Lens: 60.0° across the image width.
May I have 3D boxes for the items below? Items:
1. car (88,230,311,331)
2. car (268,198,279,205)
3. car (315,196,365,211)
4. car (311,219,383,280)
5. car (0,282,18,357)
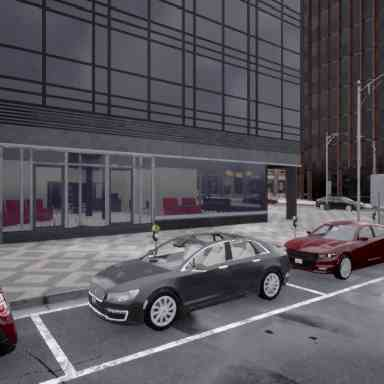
[{"bbox_3d":[0.155,1.551,6.767,4.403,1.369,2.008,0,0,-36],"label":"car"},{"bbox_3d":[8.745,1.048,42.566,1.895,1.301,4.718,0,1,-36],"label":"car"},{"bbox_3d":[15.011,1.160,33.833,1.837,1.490,4.892,0,1,-36],"label":"car"},{"bbox_3d":[4.594,1.545,9.940,4.507,1.381,1.887,0,0,-36],"label":"car"},{"bbox_3d":[-4.284,1.440,3.593,4.097,1.590,1.967,0,0,-36],"label":"car"}]
